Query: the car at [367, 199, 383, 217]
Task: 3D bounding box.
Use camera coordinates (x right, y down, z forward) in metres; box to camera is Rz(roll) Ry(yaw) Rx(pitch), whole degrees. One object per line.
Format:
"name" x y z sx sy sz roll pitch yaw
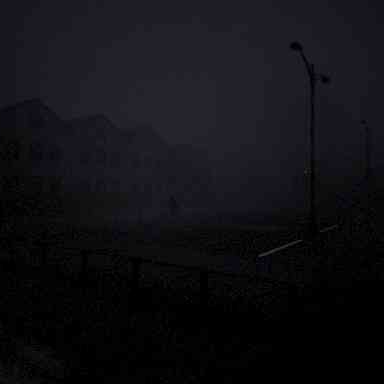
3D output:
"car" 15.442 1.298 26.798 2.007 1.523 4.514 0 0 35

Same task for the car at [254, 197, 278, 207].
"car" 10.440 1.356 46.668 2.033 1.411 5.357 0 0 32

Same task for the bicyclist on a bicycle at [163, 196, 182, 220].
"bicyclist on a bicycle" -1.376 1.109 23.031 1.656 1.620 0.582 0 0 35
